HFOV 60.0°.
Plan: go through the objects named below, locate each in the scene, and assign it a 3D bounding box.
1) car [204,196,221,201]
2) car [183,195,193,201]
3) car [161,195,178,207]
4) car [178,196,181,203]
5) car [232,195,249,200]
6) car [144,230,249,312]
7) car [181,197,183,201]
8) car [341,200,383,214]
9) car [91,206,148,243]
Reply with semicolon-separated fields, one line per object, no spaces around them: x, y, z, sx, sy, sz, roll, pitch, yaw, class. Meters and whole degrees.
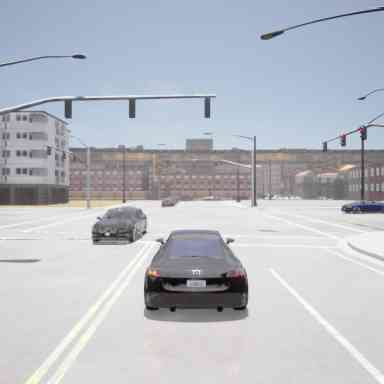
5.281;1.595;84.765;1.895;1.301;4.718;0;0;43;car
-1.190;1.500;81.232;1.837;1.490;4.892;0;0;23;car
-3.637;1.526;51.769;1.812;1.442;4.674;0;0;0;car
-3.634;1.491;60.909;2.128;1.511;4.902;0;0;0;car
13.317;1.524;90.699;4.902;1.511;2.128;0;0;-24;car
0.077;1.564;7.792;1.994;1.385;4.181;0;0;0;car
-3.559;1.500;71.062;1.837;1.490;4.892;0;0;0;car
17.023;1.434;32.793;4.181;1.385;1.994;-1;0;1;car
-3.390;1.496;16.244;1.837;1.490;4.892;-1;0;3;car
